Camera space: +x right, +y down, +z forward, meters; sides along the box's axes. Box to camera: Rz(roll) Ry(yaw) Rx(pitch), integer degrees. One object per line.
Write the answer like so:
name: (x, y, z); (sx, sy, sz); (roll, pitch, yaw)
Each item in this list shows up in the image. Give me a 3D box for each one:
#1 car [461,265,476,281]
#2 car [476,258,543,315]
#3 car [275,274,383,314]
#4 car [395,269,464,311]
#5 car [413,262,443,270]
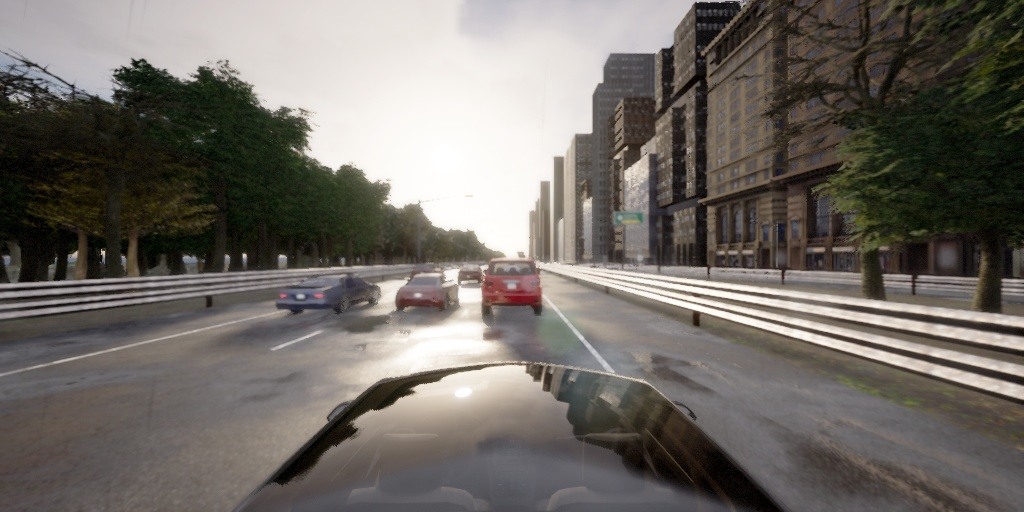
car: (-3.480, 1.525, 31.125); (1.882, 1.535, 5.008); (0, 0, 0)
car: (0.006, 1.096, 14.412); (2.150, 2.045, 5.566); (0, 0, 0)
car: (-6.994, 1.419, 14.397); (2.033, 1.411, 5.357); (0, -1, 0)
car: (-3.483, 1.445, 15.339); (1.994, 1.385, 4.181); (0, 0, 0)
car: (-6.976, 1.375, 30.302); (2.097, 1.767, 4.553); (1, -1, 0)
